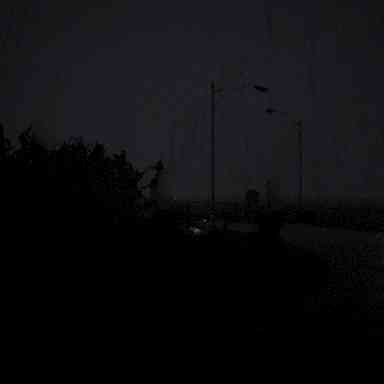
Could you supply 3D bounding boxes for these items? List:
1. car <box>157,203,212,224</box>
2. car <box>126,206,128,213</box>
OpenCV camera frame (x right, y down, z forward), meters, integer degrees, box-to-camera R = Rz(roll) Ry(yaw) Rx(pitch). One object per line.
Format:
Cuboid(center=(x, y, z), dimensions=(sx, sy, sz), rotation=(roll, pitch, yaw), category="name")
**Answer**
Cuboid(center=(-0.676, 1.485, 24.372), dimensions=(2.033, 1.411, 5.357), rotation=(0, 0, -36), category="car")
Cuboid(center=(-7.987, 1.498, 34.553), dimensions=(1.895, 1.301, 4.718), rotation=(0, 0, -36), category="car")
